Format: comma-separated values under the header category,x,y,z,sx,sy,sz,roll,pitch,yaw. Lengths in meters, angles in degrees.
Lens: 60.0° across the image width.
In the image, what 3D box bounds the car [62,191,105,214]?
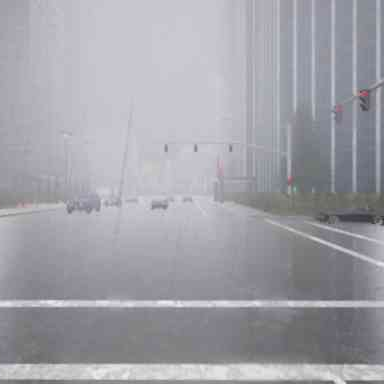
category,x,y,z,sx,sy,sz,roll,pitch,yaw
car,-11.131,1.122,34.621,2.150,2.045,5.566,0,0,0

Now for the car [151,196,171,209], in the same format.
category,x,y,z,sx,sy,sz,roll,pitch,yaw
car,-3.996,1.479,42.028,1.895,1.301,4.718,0,0,-1

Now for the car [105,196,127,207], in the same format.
category,x,y,z,sx,sy,sz,roll,pitch,yaw
car,-11.237,1.354,47.759,2.128,1.511,4.902,0,0,0

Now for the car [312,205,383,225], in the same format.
category,x,y,z,sx,sy,sz,roll,pitch,yaw
car,10.738,1.536,22.487,4.718,1.301,1.895,0,0,0

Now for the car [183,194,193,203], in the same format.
category,x,y,z,sx,sy,sz,roll,pitch,yaw
car,-0.824,1.336,65.739,1.812,1.442,4.674,0,0,-1

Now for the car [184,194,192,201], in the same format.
category,x,y,z,sx,sy,sz,roll,pitch,yaw
car,-0.921,1.167,75.989,1.882,1.535,5.008,0,0,-1

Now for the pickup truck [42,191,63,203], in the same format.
category,x,y,z,sx,sy,sz,roll,pitch,yaw
pickup truck,-24.395,0.884,60.409,2.390,2.098,6.274,0,0,30

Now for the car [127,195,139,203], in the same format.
category,x,y,z,sx,sy,sz,roll,pitch,yaw
car,-11.337,1.345,62.558,1.812,1.442,4.674,0,0,0

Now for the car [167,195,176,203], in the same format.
category,x,y,z,sx,sy,sz,roll,pitch,yaw
car,-4.318,1.356,66.429,2.033,1.411,5.357,0,0,0
